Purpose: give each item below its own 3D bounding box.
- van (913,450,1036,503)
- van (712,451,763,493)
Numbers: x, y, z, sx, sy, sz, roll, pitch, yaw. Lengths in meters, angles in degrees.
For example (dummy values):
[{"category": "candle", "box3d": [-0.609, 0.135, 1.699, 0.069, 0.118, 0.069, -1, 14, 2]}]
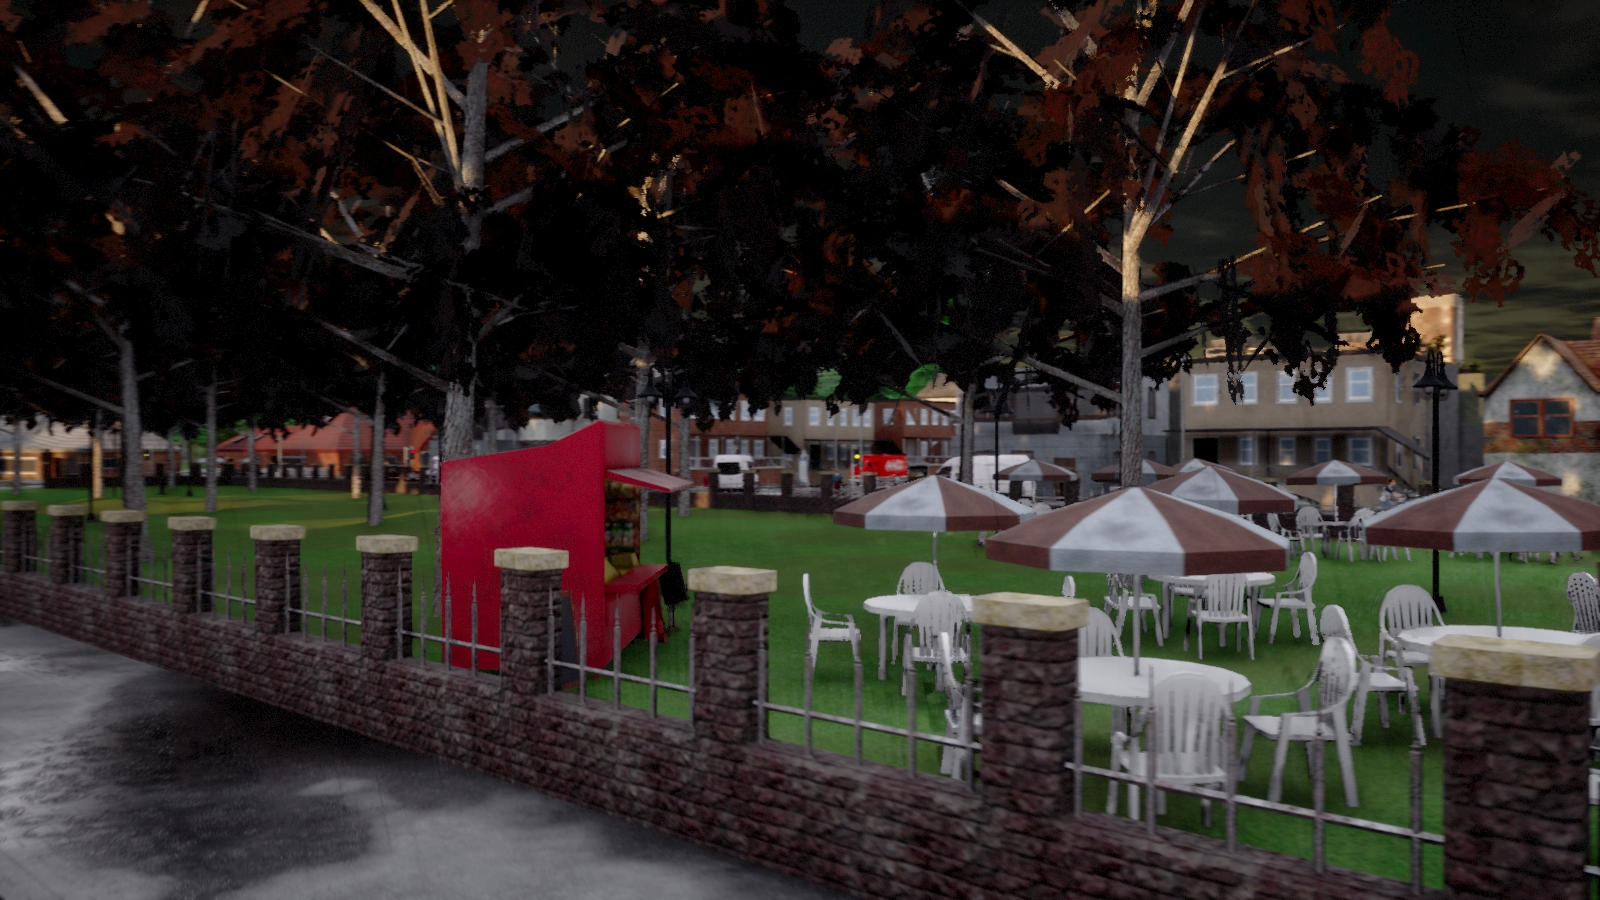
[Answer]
[{"category": "van", "box3d": [8.739, 1.352, 57.671, 5.915, 2.561, 1.988, -2, -1, 42]}, {"category": "van", "box3d": [-3.976, 1.369, 73.873, 1.988, 2.561, 5.915, -2, 0, 9]}]
